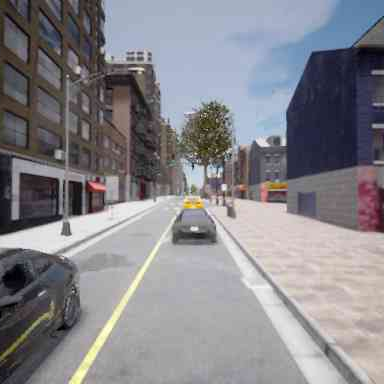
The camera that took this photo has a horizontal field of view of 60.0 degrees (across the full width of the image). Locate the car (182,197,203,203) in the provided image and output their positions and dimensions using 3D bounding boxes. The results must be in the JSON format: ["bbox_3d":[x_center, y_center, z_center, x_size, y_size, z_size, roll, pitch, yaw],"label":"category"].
[{"bbox_3d":[0.090,1.202,32.902,1.882,1.535,5.008,0,0,0],"label":"car"}]

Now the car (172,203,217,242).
[{"bbox_3d":[0.099,1.467,15.722,1.994,1.385,4.181,0,1,0],"label":"car"}]

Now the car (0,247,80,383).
[{"bbox_3d":[-2.851,1.519,4.127,1.812,1.442,4.674,0,0,0],"label":"car"}]
